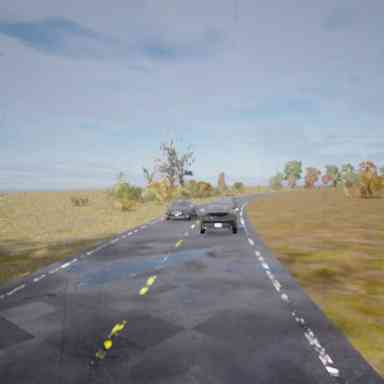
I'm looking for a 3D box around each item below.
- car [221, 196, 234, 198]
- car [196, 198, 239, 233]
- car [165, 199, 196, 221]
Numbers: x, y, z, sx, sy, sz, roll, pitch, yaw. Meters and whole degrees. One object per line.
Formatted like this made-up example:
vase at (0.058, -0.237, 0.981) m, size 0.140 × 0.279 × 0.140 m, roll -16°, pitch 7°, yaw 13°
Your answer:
car at (3.641, 1.142, 34.015) m, size 2.033 × 1.411 × 5.357 m, roll -1°, pitch 1°, yaw 10°
car at (1.478, 1.301, 18.020) m, size 1.837 × 1.490 × 4.892 m, roll -1°, pitch 0°, yaw 6°
car at (-0.729, 1.284, 25.130) m, size 1.837 × 1.490 × 4.892 m, roll -1°, pitch 1°, yaw 8°
